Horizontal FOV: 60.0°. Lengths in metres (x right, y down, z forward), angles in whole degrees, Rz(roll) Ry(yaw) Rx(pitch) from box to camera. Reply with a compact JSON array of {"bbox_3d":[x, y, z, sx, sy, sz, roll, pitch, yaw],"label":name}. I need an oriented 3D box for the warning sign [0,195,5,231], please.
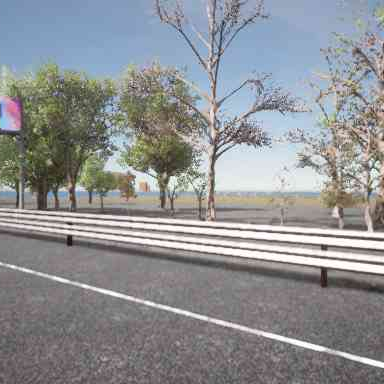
[{"bbox_3d":[-10.661,1.105,17.347,1.060,1.860,1.300,0,0,37],"label":"warning sign"}]
